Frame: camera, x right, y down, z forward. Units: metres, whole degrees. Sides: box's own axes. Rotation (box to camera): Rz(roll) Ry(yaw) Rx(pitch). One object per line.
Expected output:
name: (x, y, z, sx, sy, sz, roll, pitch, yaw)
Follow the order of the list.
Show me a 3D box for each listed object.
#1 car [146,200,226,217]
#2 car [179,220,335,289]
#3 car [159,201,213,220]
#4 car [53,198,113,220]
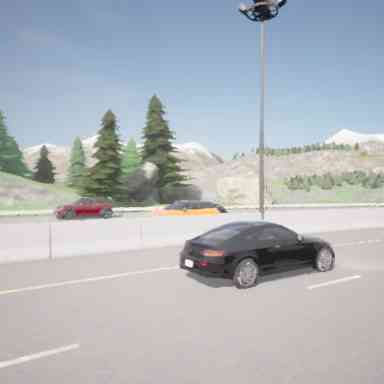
car: (-0.547, 1.300, 20.080, 4.553, 1.767, 2.097, 0, 0, -31)
car: (1.865, 1.505, 9.045, 4.674, 1.442, 1.812, 0, 0, -33)
car: (-0.493, 1.492, 28.215, 4.181, 1.385, 1.994, 0, 0, -29)
car: (-8.890, 1.271, 27.265, 4.553, 1.767, 2.097, 0, 0, -32)
